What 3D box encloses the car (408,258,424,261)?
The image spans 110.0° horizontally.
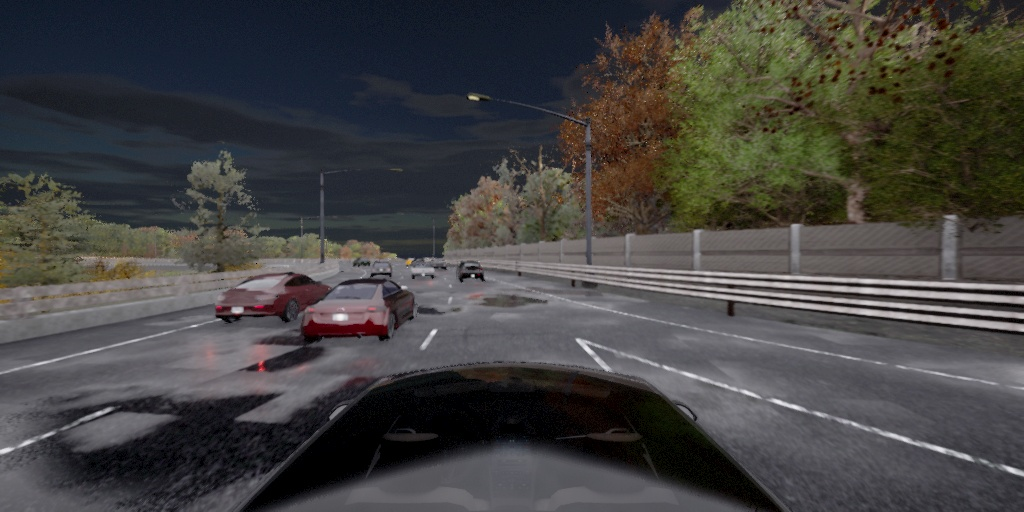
[{"bbox_3d":[-15.232,1.111,58.458,1.837,1.490,4.892,0,0,-25],"label":"car"}]

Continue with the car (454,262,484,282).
[{"bbox_3d":[-3.342,1.168,28.074,1.837,1.490,4.892,0,0,-13],"label":"car"}]

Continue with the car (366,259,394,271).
[{"bbox_3d":[-11.928,1.237,32.981,2.033,1.411,5.357,0,0,-18],"label":"car"}]

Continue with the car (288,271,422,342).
[{"bbox_3d":[-3.910,1.303,9.832,1.994,1.385,4.181,0,0,-5],"label":"car"}]

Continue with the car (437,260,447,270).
[{"bbox_3d":[-9.918,1.224,47.019,1.895,1.301,4.718,0,0,-23],"label":"car"}]

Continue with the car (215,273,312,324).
[{"bbox_3d":[-7.587,1.276,11.946,1.812,1.442,4.674,0,0,-5],"label":"car"}]

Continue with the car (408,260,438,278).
[{"bbox_3d":[-8.060,1.273,32.096,1.895,1.301,4.718,0,0,-17],"label":"car"}]
